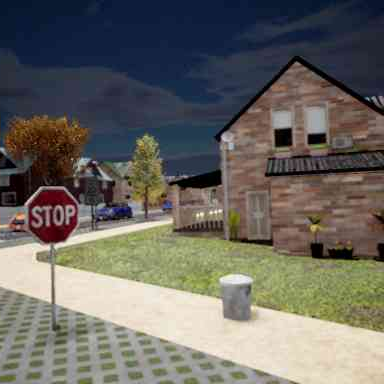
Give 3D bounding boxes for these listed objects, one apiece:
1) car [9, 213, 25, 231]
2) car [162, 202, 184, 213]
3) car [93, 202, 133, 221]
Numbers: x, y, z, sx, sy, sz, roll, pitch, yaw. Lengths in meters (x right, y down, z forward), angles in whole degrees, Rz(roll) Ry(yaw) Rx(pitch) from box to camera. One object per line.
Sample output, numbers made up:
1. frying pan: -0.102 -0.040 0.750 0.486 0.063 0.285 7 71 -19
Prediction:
1. car: -10.379 1.692 23.211 2.097 1.767 4.553 -3 -1 17
2. car: -2.720 2.129 48.102 1.882 1.535 5.008 -3 -1 17
3. car: -7.598 1.804 32.283 2.097 1.767 4.553 -3 -1 17
